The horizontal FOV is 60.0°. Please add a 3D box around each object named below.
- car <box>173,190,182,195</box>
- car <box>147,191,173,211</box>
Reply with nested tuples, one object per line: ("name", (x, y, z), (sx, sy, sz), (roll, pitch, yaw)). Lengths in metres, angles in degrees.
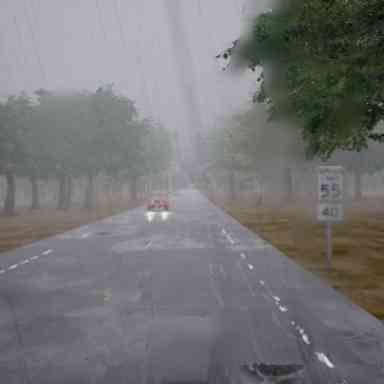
("car", (-3.544, 0.214, 78.465), (2.097, 1.767, 4.553), (0, 1, 0))
("car", (-3.609, 0.943, 37.005), (2.150, 2.045, 5.566), (0, 1, 0))
